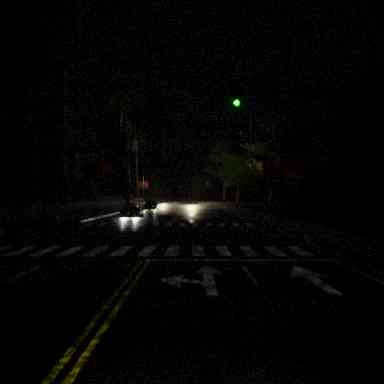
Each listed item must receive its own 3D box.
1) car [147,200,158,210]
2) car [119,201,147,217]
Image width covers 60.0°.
[{"bbox_3d":[-6.527,2.080,52.593,1.837,1.490,4.892,0,1,-1],"label":"car"},{"bbox_3d":[-6.465,1.970,35.782,1.994,1.385,4.181,0,0,0],"label":"car"}]
